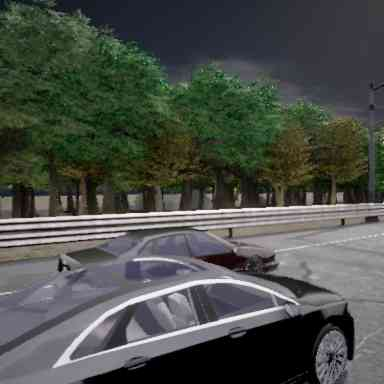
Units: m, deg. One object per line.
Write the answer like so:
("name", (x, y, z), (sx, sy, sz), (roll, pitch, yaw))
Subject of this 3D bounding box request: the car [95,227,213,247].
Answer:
("car", (-0.365, 1.543, 7.790), (5.357, 1.411, 2.033), (0, 0, -36))

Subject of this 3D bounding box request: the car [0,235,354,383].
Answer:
("car", (-0.138, 1.490, 3.649), (4.902, 1.511, 2.128), (0, 0, -36))
